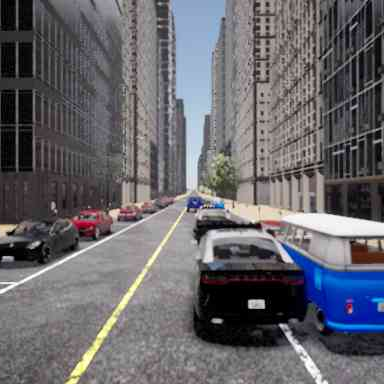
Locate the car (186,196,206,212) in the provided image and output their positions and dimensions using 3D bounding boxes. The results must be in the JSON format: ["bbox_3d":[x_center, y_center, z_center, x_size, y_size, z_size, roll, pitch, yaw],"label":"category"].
[{"bbox_3d":[0.433,1.560,44.197,2.150,2.045,5.566,0,0,1],"label":"car"}]

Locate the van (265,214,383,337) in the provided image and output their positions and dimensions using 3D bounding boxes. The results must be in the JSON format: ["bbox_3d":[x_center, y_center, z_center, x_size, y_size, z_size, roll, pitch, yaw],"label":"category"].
[{"bbox_3d":[2.760,1.389,6.520,1.690,1.788,3.998,0,0,1],"label":"van"}]

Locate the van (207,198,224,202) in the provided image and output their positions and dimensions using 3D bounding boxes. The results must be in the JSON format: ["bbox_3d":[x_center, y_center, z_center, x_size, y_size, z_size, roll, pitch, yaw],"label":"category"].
[{"bbox_3d":[3.082,1.651,40.699,1.690,1.788,3.998,0,0,1],"label":"van"}]

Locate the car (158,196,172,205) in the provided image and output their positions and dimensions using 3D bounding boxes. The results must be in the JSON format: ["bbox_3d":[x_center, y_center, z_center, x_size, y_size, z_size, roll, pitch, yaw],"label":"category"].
[{"bbox_3d":[-5.137,1.759,57.868,2.192,1.841,5.009,0,0,1],"label":"car"}]

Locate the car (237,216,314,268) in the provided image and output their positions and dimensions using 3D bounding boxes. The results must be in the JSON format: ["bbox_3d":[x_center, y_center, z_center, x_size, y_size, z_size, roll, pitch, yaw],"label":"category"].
[{"bbox_3d":[2.815,1.675,12.214,1.802,1.307,4.206,0,0,1],"label":"car"}]

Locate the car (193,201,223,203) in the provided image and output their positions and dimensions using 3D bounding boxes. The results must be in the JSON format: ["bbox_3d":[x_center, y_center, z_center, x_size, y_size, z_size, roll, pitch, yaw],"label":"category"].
[{"bbox_3d":[1.135,1.640,23.609,1.801,1.575,5.366,0,0,1],"label":"car"}]

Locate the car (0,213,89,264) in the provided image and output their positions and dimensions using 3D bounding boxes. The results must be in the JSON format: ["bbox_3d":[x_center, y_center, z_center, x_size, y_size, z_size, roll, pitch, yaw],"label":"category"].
[{"bbox_3d":[-5.565,1.672,12.293,1.947,1.339,4.313,0,0,1],"label":"car"}]

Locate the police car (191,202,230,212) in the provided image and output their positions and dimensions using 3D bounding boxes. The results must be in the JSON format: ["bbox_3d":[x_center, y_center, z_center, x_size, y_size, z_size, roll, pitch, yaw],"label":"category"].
[{"bbox_3d":[1.078,1.563,17.530,1.930,1.638,5.238,0,0,1],"label":"police car"}]

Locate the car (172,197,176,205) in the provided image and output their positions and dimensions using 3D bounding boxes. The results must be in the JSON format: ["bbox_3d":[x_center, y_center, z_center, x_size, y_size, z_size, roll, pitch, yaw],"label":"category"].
[{"bbox_3d":[-5.030,1.837,69.261,2.192,1.841,5.009,0,0,1],"label":"car"}]

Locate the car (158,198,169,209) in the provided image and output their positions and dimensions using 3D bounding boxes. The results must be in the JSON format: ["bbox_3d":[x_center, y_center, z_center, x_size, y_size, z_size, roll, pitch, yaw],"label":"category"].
[{"bbox_3d":[-5.189,1.970,52.169,1.947,1.339,4.313,0,0,1],"label":"car"}]

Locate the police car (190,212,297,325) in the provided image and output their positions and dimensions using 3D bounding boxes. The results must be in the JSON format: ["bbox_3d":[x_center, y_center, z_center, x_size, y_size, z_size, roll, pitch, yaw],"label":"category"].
[{"bbox_3d":[0.984,1.484,7.530,1.930,1.638,5.238,0,0,1],"label":"police car"}]

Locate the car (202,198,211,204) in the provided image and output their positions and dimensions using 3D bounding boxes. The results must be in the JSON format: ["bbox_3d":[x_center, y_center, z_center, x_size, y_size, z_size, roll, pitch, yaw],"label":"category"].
[{"bbox_3d":[3.458,2.135,80.574,2.008,1.369,4.403,0,0,1],"label":"car"}]

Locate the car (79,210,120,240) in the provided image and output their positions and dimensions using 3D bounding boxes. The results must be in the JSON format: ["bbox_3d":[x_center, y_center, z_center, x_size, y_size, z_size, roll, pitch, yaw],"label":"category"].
[{"bbox_3d":[-5.511,1.695,17.990,1.887,1.381,4.507,0,0,1],"label":"car"}]

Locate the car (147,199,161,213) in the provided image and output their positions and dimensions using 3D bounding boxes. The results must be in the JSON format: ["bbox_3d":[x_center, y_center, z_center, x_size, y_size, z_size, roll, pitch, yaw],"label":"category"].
[{"bbox_3d":[-5.297,1.905,40.777,1.802,1.307,4.206,0,0,1],"label":"car"}]

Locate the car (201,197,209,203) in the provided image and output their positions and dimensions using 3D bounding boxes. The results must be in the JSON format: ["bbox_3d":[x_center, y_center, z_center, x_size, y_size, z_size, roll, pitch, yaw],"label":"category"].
[{"bbox_3d":[3.566,2.208,91.968,2.008,1.369,4.403,0,0,1],"label":"car"}]

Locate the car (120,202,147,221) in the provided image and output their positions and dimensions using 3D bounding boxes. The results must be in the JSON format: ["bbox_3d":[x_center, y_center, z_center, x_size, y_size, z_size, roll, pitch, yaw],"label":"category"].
[{"bbox_3d":[-5.404,1.820,29.383,1.802,1.307,4.206,0,0,1],"label":"car"}]

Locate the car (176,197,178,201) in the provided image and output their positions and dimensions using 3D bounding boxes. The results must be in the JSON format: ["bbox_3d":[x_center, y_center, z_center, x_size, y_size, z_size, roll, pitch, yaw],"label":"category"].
[{"bbox_3d":[-4.921,2.180,80.654,1.802,1.307,4.206,0,0,1],"label":"car"}]
